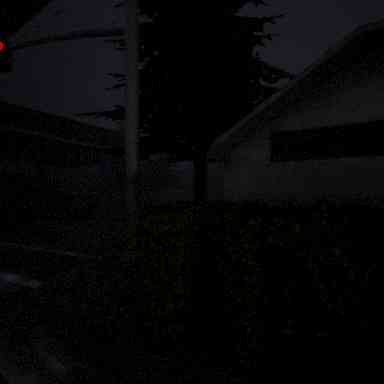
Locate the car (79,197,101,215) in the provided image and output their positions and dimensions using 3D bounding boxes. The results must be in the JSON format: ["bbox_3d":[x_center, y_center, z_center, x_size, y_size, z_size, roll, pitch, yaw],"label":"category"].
[{"bbox_3d":[-10.079,1.507,34.895,3.866,1.878,1.905,0,0,35],"label":"car"}]

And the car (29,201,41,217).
[{"bbox_3d":[-16.884,1.703,32.761,4.611,1.667,2.242,0,0,35],"label":"car"}]
